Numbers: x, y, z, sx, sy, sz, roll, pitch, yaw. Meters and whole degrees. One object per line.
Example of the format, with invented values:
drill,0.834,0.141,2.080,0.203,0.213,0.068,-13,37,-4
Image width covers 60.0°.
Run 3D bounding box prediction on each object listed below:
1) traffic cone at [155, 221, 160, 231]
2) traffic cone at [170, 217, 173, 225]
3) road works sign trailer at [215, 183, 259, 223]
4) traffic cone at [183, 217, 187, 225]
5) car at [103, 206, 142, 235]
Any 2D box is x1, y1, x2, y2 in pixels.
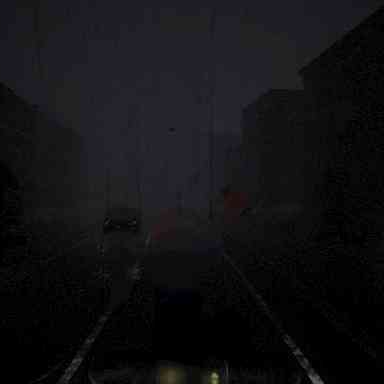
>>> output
traffic cone,-2.044,2.037,18.314,0.340,0.580,0.340,0,-1,-5
traffic cone,-1.524,2.148,24.378,0.340,0.580,0.340,0,-1,-4
road works sign trailer,3.289,1.114,24.200,2.380,2.880,3.560,46,22,20
traffic cone,-0.528,2.144,24.457,0.340,0.580,0.340,0,-1,-4
car,-4.019,1.592,19.742,1.882,1.535,5.008,0,-1,-5
